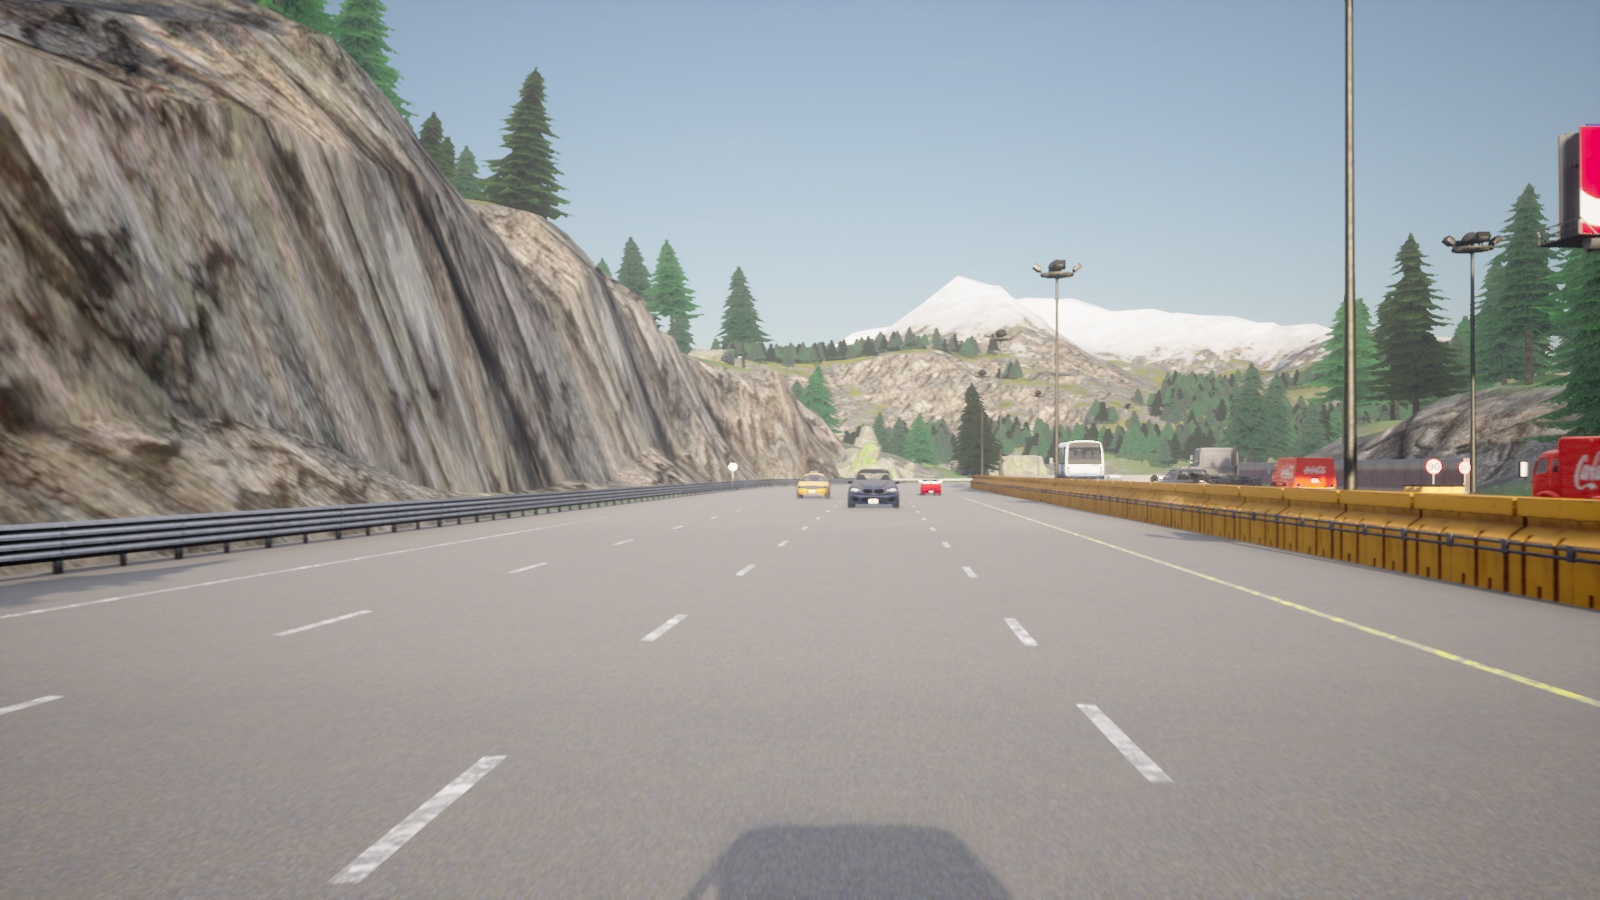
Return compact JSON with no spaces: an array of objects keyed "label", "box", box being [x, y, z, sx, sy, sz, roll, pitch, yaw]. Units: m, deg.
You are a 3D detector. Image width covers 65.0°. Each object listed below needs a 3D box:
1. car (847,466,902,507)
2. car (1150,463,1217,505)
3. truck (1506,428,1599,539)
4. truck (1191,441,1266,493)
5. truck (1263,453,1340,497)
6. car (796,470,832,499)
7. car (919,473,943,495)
[{"label":"car","box":[3.205,1.555,54.004,2.242,1.667,4.611,0,-1,4]},{"label":"car","box":[17.456,1.529,57.332,1.932,1.855,4.605,0,-1,4]},{"label":"truck","box":[19.093,0.753,29.229,2.627,2.467,5.204,0,-1,4]},{"label":"truck","box":[29.852,1.198,87.886,2.891,3.462,7.936,0,-1,3]},{"label":"truck","box":[29.003,1.441,72.830,2.627,2.467,5.204,0,-1,4]},{"label":"car","box":[0.844,1.948,71.320,1.801,1.575,5.366,0,-1,3]},{"label":"car","box":[8.465,2.201,81.204,1.481,1.376,2.207,0,-2,3]}]
